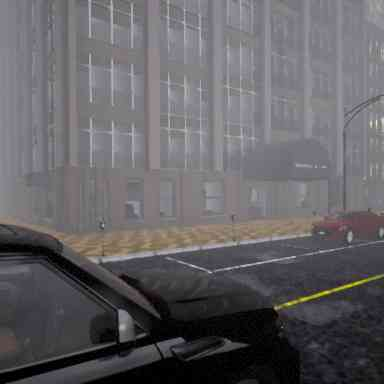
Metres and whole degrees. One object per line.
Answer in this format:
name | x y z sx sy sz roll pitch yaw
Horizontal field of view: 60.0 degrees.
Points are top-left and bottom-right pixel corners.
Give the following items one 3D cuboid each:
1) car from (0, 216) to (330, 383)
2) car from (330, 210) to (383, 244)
car | -1.681 1.216 2.235 5.566 2.045 2.150 0 0 -36
car | 7.474 1.541 15.764 4.507 1.381 1.887 0 -1 -35
